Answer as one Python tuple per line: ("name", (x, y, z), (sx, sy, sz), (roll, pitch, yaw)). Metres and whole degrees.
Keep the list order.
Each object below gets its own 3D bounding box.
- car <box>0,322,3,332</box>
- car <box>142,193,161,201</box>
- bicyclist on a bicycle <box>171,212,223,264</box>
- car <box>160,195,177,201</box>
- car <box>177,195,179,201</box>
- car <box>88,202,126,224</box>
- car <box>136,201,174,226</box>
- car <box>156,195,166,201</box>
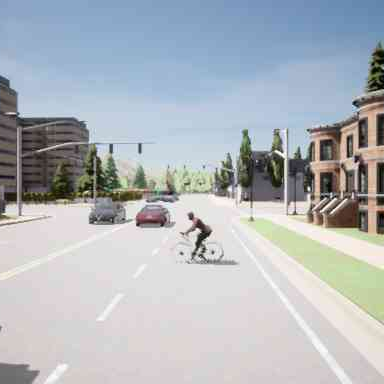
("car", (-3.389, 1.601, 2.075), (1.895, 1.301, 4.718), (0, 0, 2))
("car", (-8.261, 1.502, 68.032), (2.128, 1.511, 4.902), (0, 0, 2))
("bicyclist on a bicycle", (0.146, 1.447, 10.426), (1.656, 1.620, 0.582), (-2, 0, 2))
("car", (-4.762, 1.596, 67.904), (1.895, 1.301, 4.718), (0, 0, 2))
("car", (-4.235, 1.496, 83.293), (1.837, 1.490, 4.892), (0, 0, 2))
("car", (-6.218, 1.563, 24.850), (1.837, 1.490, 4.892), (0, 0, 2))
("car", (-2.665, 1.562, 23.406), (1.994, 1.385, 4.181), (0, 0, 2))
("car", (-7.735, 1.536, 83.361), (2.033, 1.411, 5.357), (0, 0, 2))
